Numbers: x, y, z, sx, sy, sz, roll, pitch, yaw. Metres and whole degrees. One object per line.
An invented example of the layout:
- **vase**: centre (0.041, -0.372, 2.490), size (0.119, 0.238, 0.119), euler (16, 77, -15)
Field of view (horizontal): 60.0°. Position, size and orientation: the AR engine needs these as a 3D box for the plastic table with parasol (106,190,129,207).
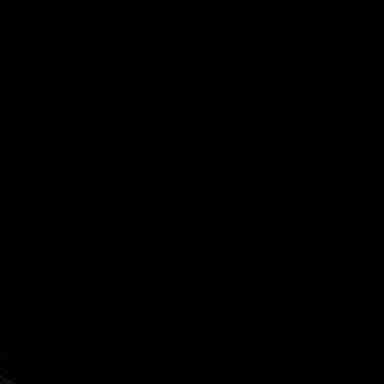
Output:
- **plastic table with parasol**: centre (-11.578, 1.011, 52.004), size (2.482, 2.480, 2.482), euler (0, 0, 36)
